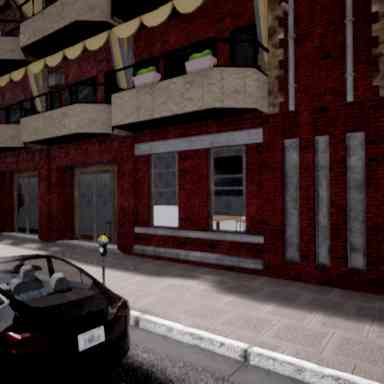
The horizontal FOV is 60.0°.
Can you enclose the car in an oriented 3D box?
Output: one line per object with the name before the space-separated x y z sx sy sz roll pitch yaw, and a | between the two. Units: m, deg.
car | -2.739 1.562 4.681 4.313 1.339 1.947 0 -1 35
